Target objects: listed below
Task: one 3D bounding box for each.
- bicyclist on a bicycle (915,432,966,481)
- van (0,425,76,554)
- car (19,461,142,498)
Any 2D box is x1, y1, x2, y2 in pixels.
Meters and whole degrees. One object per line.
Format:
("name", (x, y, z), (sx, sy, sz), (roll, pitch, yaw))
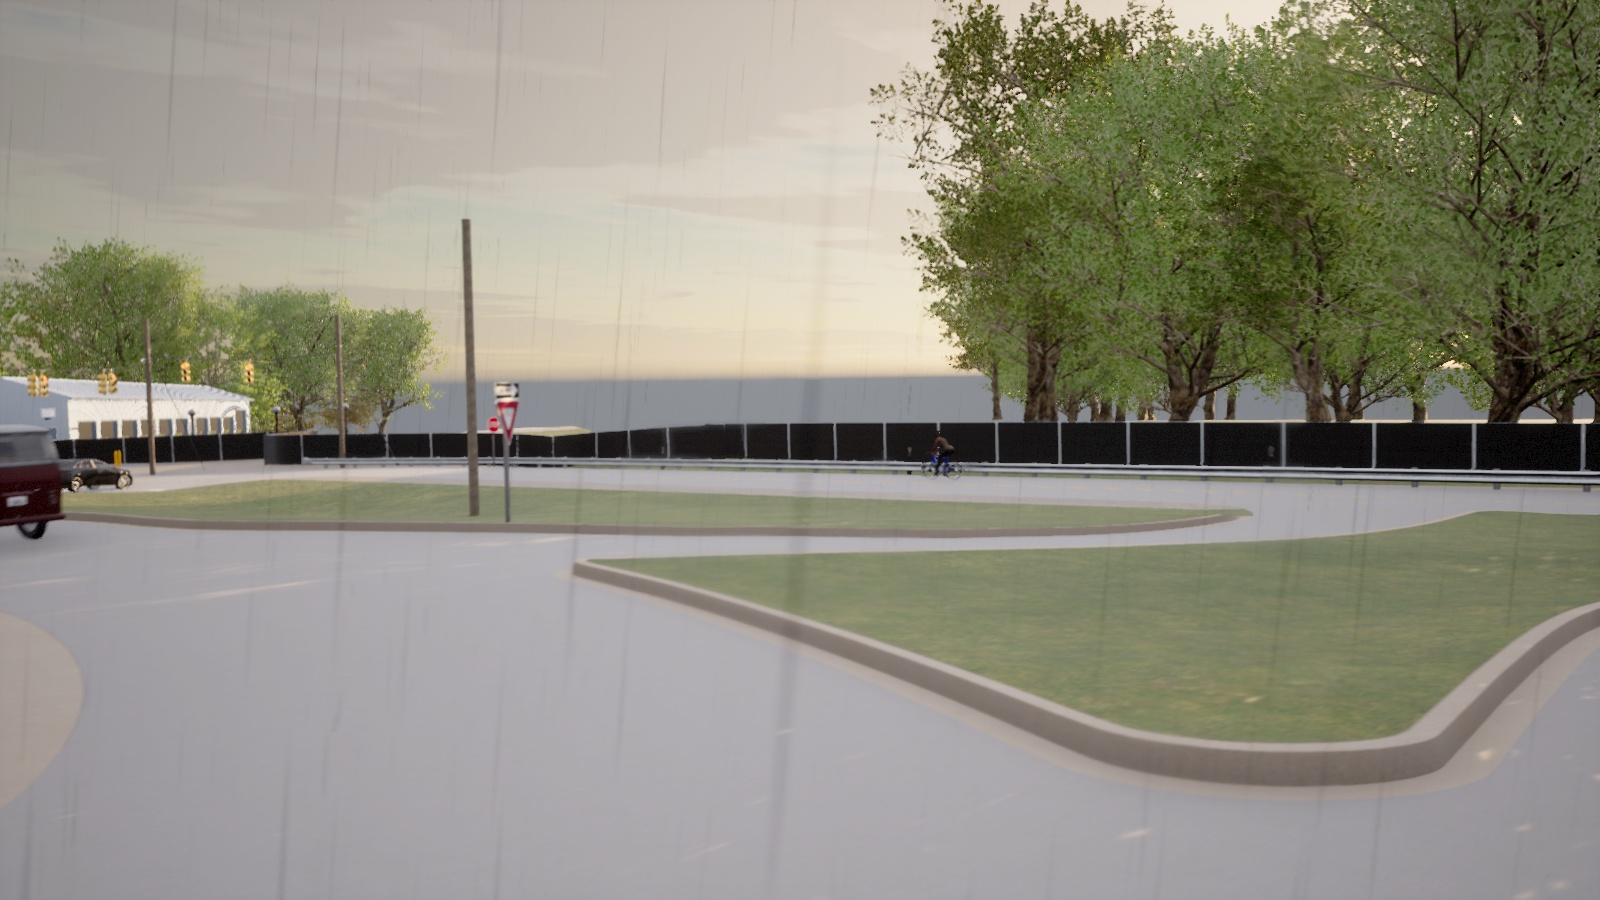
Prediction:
("bicyclist on a bicycle", (4.788, 0.227, 42.860), (1.656, 1.620, 0.582), (0, 3, 43))
("van", (-14.503, 0.660, 21.005), (4.442, 1.987, 1.775), (-1, 3, 24))
("car", (-32.888, 1.307, 57.582), (2.128, 1.511, 4.902), (-1, 0, 12))
